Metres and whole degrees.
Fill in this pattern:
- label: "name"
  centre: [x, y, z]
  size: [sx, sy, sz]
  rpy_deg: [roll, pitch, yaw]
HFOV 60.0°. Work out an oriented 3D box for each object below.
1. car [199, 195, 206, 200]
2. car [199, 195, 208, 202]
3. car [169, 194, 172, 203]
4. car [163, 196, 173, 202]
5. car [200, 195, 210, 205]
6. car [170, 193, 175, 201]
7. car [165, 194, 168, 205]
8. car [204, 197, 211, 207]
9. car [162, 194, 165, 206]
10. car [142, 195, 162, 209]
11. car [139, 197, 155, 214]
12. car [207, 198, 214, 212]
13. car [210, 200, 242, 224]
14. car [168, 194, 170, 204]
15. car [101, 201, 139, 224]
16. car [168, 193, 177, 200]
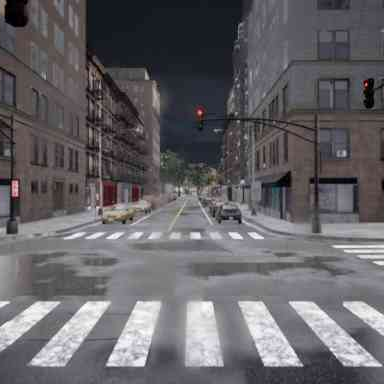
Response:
- label: "car"
  centre: [2.714, 1.575, 90.483]
  size: [1.802, 1.307, 4.206]
  rpy_deg: [0, 0, 0]
- label: "car"
  centre: [2.705, 1.537, 79.520]
  size: [1.887, 1.381, 4.507]
  rpy_deg: [0, 0, 0]
- label: "car"
  centre: [-5.349, 1.559, 63.081]
  size: [1.947, 1.339, 4.313]
  rpy_deg: [0, 0, 0]
- label: "car"
  centre: [-5.336, 1.518, 73.875]
  size: [1.752, 1.417, 4.829]
  rpy_deg: [0, 0, 0]
- label: "car"
  centre: [2.681, 1.544, 52.109]
  size: [2.008, 1.369, 4.403]
  rpy_deg: [0, 0, 0]
- label: "car"
  centre: [-5.342, 1.308, 68.563]
  size: [2.192, 1.841, 5.009]
  rpy_deg: [0, 0, 0]
- label: "car"
  centre: [-5.362, 1.434, 52.117]
  size: [1.967, 1.590, 4.097]
  rpy_deg: [0, 0, 0]
- label: "car"
  centre: [2.667, 1.545, 35.663]
  size: [2.008, 1.369, 4.403]
  rpy_deg: [0, 0, 0]
- label: "car"
  centre: [-5.369, 1.434, 46.635]
  size: [1.967, 1.590, 4.097]
  rpy_deg: [0, 0, 0]
- label: "car"
  centre: [-5.375, 1.309, 41.153]
  size: [2.192, 1.841, 5.009]
  rpy_deg: [0, 0, 0]
- label: "car"
  centre: [-5.382, 1.520, 35.500]
  size: [1.752, 1.417, 4.829]
  rpy_deg: [0, 0, 0]
- label: "car"
  centre: [2.662, 1.540, 30.182]
  size: [1.887, 1.381, 4.507]
  rpy_deg: [0, 0, 0]
- label: "car"
  centre: [2.658, 1.546, 24.700]
  size: [2.008, 1.369, 4.403]
  rpy_deg: [0, 0, 0]
- label: "car"
  centre: [-5.356, 1.544, 57.598]
  size: [2.008, 1.369, 4.403]
  rpy_deg: [0, 0, 0]
- label: "car"
  centre: [-5.396, 1.521, 24.537]
  size: [1.752, 1.417, 4.829]
  rpy_deg: [0, 0, 0]
- label: "car"
  centre: [-5.315, 1.308, 90.491]
  size: [2.192, 1.841, 5.009]
  rpy_deg: [0, 0, 0]
